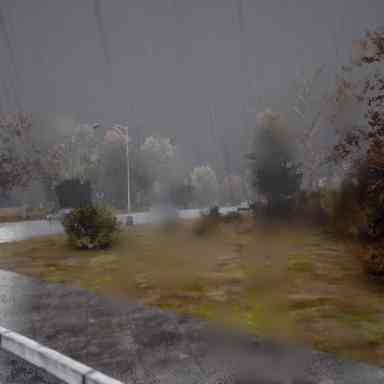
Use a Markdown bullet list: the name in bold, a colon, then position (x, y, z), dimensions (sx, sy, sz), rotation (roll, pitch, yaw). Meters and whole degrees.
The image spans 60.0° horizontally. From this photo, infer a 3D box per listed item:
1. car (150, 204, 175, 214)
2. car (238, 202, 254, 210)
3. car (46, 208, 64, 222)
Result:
- **car**: position (-4.471, 2.529, 50.677), dimensions (2.128, 1.511, 4.902), rotation (-3, -2, 33)
- **car**: position (8.652, 2.206, 51.479), dimensions (1.994, 1.385, 4.181), rotation (-3, -2, 32)
- **car**: position (-13.560, 2.440, 36.379), dimensions (2.128, 1.511, 4.902), rotation (-3, -2, 33)
